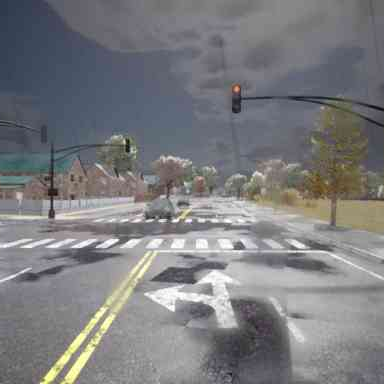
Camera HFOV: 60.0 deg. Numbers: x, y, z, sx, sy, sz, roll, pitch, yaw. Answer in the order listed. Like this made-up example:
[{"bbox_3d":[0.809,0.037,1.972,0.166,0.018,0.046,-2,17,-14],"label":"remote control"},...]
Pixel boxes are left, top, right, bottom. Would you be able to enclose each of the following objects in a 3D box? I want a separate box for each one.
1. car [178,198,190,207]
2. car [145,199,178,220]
[{"bbox_3d":[-1.322,1.633,54.317,2.033,1.411,5.357,0,0,4],"label":"car"},{"bbox_3d":[-2.647,1.376,28.197,2.097,1.767,4.553,0,0,2],"label":"car"}]
